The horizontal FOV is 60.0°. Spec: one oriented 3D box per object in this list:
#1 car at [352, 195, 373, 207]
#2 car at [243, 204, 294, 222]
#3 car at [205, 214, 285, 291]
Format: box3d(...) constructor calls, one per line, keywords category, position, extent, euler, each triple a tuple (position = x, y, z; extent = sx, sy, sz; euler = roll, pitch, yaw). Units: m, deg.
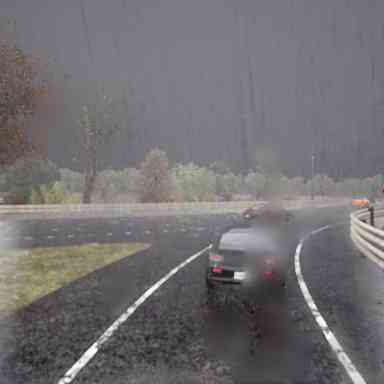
box3d(category="car", position=(29.055, 1.685, 57.057), extent=(2.097, 1.767, 4.553), euler=(0, -1, 38))
box3d(category="car", position=(6.158, 1.680, 26.710), extent=(4.674, 1.442, 1.812), euler=(0, 0, -33))
box3d(category="car", position=(1.533, 1.578, 9.141), extent=(1.812, 1.442, 4.674), euler=(0, 0, 13))
